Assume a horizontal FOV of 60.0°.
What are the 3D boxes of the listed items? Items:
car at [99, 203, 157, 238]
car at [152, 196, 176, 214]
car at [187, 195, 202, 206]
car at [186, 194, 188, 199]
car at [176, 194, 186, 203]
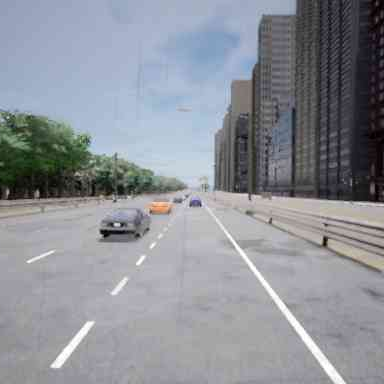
[{"bbox_3d":[-3.341,1.519,17.450,2.033,1.411,5.357,0,0,1],"label":"car"},{"bbox_3d":[-3.167,1.321,35.105,2.097,1.767,4.553,0,0,1],"label":"car"},{"bbox_3d":[0.581,1.535,53.480,1.812,1.442,4.674,0,0,0],"label":"car"},{"bbox_3d":[-2.832,1.653,89.599,1.895,1.301,4.718,0,0,0],"label":"car"},{"bbox_3d":[-2.921,1.553,69.114,2.033,1.411,5.357,0,0,0],"label":"car"}]
